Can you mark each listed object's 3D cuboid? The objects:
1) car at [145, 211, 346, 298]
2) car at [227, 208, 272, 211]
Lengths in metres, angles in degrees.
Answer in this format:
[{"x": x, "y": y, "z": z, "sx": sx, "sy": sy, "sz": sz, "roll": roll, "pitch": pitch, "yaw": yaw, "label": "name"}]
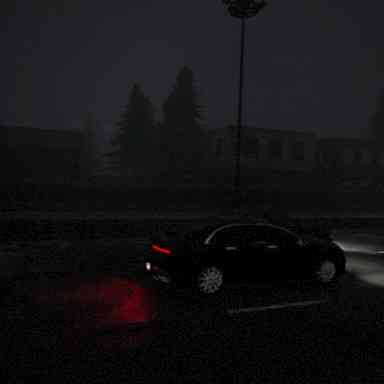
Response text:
[{"x": 1.352, "y": 1.343, "z": 7.848, "sx": 4.892, "sy": 1.490, "sz": 1.837, "roll": 1, "pitch": 2, "yaw": -21, "label": "car"}, {"x": 2.399, "y": 1.318, "z": 11.993, "sx": 5.357, "sy": 1.411, "sz": 2.033, "roll": 1, "pitch": 2, "yaw": -21, "label": "car"}]
